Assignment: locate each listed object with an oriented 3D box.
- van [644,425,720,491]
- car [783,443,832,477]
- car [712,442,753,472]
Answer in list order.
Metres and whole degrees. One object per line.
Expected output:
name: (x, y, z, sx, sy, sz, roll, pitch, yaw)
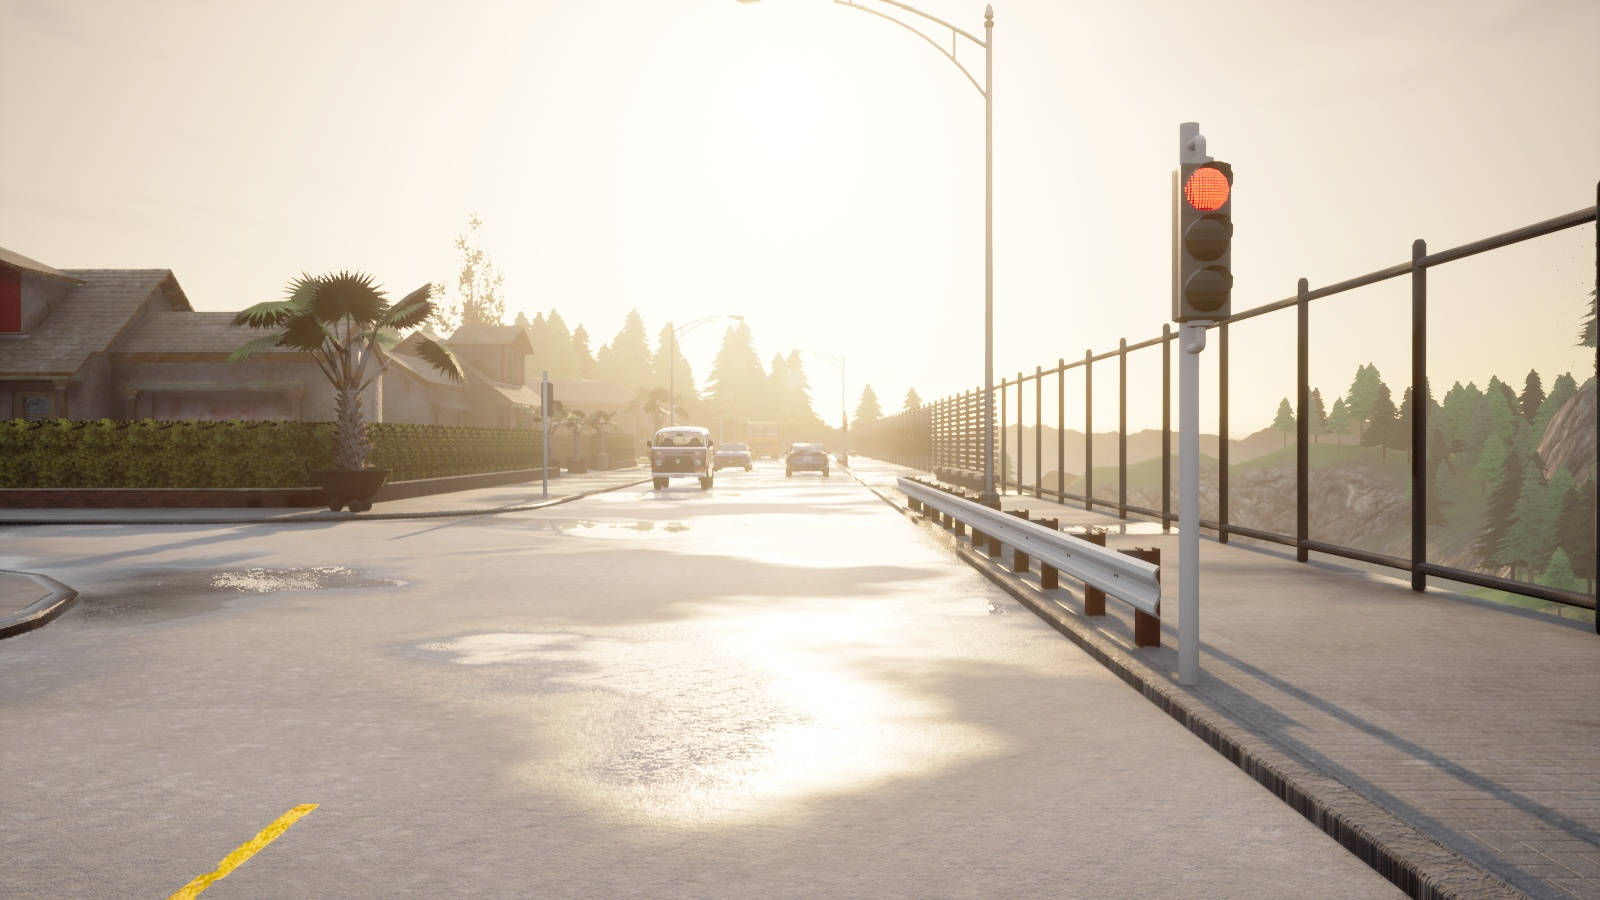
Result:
van: (-3.779, 0.236, 40.949, 2.069, 2.038, 4.480, 0, 0, 0)
car: (0.337, 0.424, 57.103, 2.163, 1.488, 4.792, 0, 0, 0)
car: (-3.581, 0.341, 67.425, 1.882, 1.535, 5.008, 0, 0, 1)
